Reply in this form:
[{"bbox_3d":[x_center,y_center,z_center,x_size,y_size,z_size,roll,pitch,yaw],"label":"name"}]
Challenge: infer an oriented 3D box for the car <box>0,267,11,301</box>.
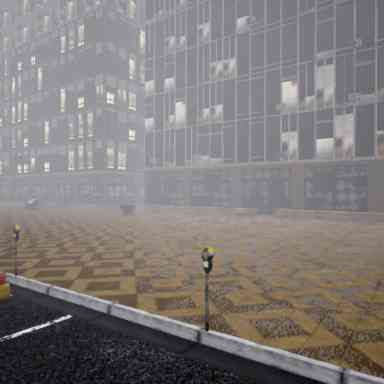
[{"bbox_3d":[-5.589,1.526,6.827,4.829,1.417,1.752,0,0,35],"label":"car"}]
